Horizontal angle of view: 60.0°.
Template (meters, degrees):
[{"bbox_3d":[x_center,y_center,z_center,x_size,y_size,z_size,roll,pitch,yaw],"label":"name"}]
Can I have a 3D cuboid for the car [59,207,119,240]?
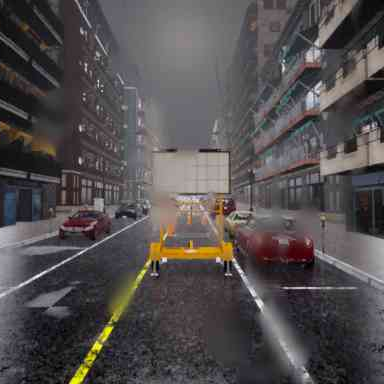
[{"bbox_3d":[-5.285,1.592,16.970,1.802,1.307,4.206,2,0,0],"label":"car"}]

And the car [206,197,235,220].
[{"bbox_3d":[2.607,1.333,28.291,2.192,1.841,5.009,2,0,0],"label":"car"}]

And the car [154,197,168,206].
[{"bbox_3d":[-5.269,1.584,56.622,1.887,1.381,4.507,2,0,0],"label":"car"}]

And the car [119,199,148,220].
[{"bbox_3d":[-5.281,1.584,28.299,1.947,1.339,4.313,2,0,0],"label":"car"}]

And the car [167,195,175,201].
[{"bbox_3d":[-5.259,1.591,84.773,1.752,1.417,4.829,2,0,0],"label":"car"}]

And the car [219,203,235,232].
[{"bbox_3d":[2.597,1.536,17.132,1.752,1.417,4.829,2,0,0],"label":"car"}]

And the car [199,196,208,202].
[{"bbox_3d":[2.618,1.610,79.271,2.008,1.369,4.403,2,0,0],"label":"car"}]

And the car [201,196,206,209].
[{"bbox_3d":[2.607,1.556,45.455,1.752,1.417,4.829,2,0,0],"label":"car"}]

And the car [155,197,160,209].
[{"bbox_3d":[-5.274,1.581,45.293,2.008,1.369,4.403,2,0,0],"label":"car"}]

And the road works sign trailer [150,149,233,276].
[{"bbox_3d":[-0.019,0.470,10.373,2.380,3.560,2.880,0,0,0],"label":"road works sign trailer"}]

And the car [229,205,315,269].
[{"bbox_3d":[2.597,1.447,11.298,1.967,1.590,4.097,2,0,0],"label":"car"}]

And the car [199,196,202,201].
[{"bbox_3d":[2.609,1.605,56.614,1.947,1.339,4.313,2,0,0],"label":"car"}]

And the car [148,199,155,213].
[{"bbox_3d":[-5.274,1.462,33.964,1.967,1.590,4.097,2,0,0],"label":"car"}]

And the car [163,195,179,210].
[{"bbox_3d":[-2.735,1.555,44.015,1.812,1.442,4.674,0,0,0],"label":"car"}]

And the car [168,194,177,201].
[{"bbox_3d":[-5.249,1.387,90.608,2.192,1.841,5.009,2,0,0],"label":"car"}]
